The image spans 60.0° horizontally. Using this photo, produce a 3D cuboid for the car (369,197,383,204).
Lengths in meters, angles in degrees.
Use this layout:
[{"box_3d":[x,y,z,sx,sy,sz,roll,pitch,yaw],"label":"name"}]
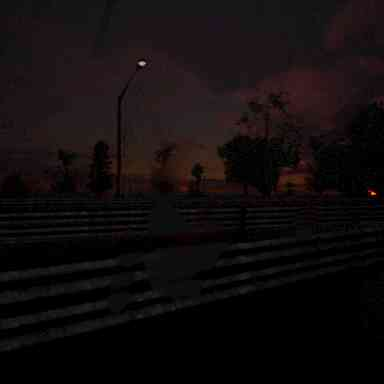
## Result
[{"box_3d":[20.739,1.286,34.756,4.892,1.490,1.837,0,0,-23],"label":"car"}]
